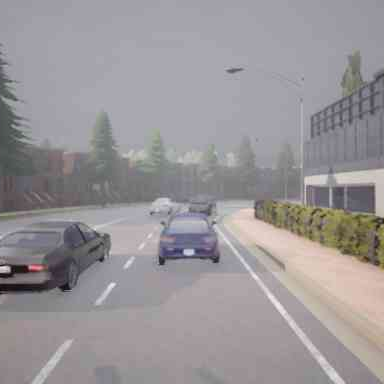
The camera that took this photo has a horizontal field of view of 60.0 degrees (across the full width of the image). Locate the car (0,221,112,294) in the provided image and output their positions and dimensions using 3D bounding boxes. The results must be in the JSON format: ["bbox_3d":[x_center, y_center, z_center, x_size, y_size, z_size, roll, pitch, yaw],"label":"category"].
[{"bbox_3d":[-3.578,1.482,8.776,2.033,1.411,5.357,0,1,-1],"label":"car"}]

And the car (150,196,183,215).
[{"bbox_3d":[-2.344,1.266,29.534,1.812,1.442,4.674,0,1,13],"label":"car"}]

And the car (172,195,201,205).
[{"bbox_3d":[-0.768,1.151,49.572,1.895,1.301,4.718,0,1,37],"label":"car"}]

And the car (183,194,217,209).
[{"bbox_3d":[1.019,1.225,28.619,2.128,1.511,4.902,0,1,12],"label":"car"}]

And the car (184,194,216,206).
[{"bbox_3d":[1.212,1.065,46.267,2.128,1.511,4.902,0,0,35],"label":"car"}]

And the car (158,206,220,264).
[{"bbox_3d":[-0.113,1.422,11.244,1.812,1.442,4.674,0,1,-1],"label":"car"}]
